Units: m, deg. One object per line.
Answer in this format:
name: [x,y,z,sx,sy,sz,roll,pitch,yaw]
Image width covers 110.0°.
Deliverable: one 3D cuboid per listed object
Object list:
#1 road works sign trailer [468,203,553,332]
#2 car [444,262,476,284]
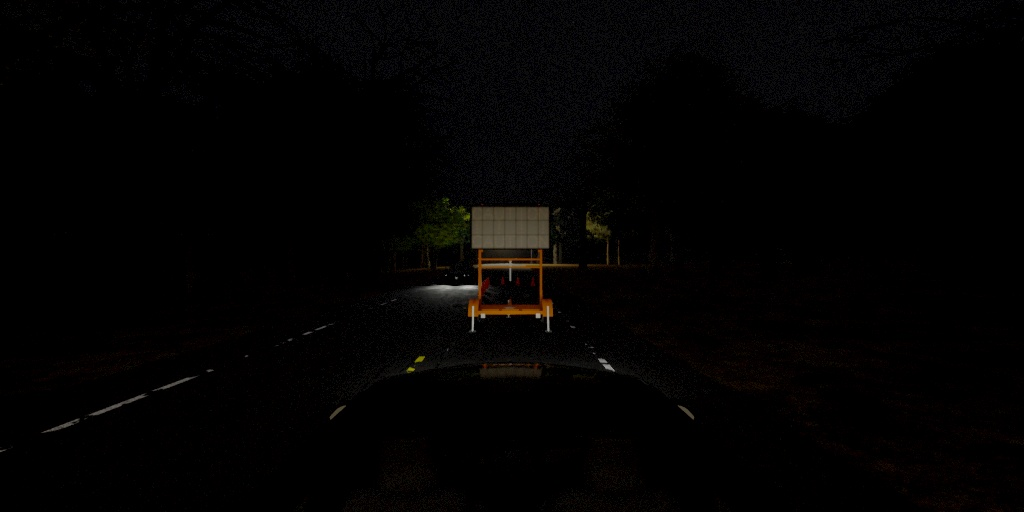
road works sign trailer: [-0.047,0.213,10.855,2.380,3.560,2.880,0,0,0]
car: [-3.728,1.231,26.363,1.837,1.490,4.892,0,0,0]
